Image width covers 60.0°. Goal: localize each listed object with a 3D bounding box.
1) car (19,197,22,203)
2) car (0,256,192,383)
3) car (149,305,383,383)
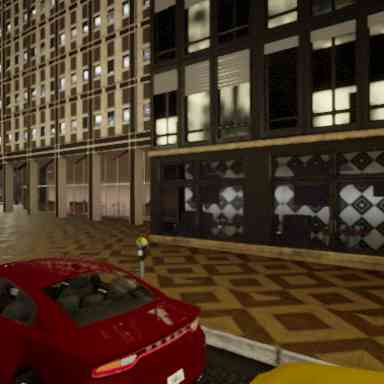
[{"bbox_3d":[-22.468,1.078,47.788,2.008,1.369,4.403,0,0,36],"label":"car"},{"bbox_3d":[-1.961,1.522,4.283,4.507,1.381,1.887,0,0,36],"label":"car"},{"bbox_3d":[2.227,1.532,1.296,4.829,1.417,1.752,0,0,36],"label":"car"}]
